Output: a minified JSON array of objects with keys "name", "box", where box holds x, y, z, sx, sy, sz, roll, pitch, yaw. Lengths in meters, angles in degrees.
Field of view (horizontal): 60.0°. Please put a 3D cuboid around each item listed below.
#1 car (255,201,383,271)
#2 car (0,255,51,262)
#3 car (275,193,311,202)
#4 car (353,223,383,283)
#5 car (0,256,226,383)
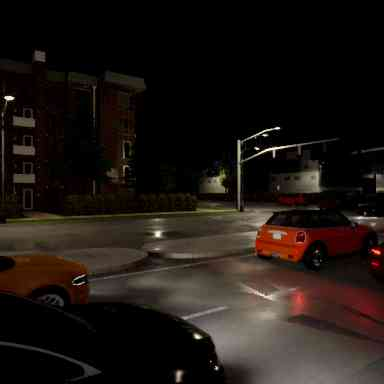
[{"name":"car","box":[4.290,1.352,11.216,4.553,1.767,2.097,0,0,-35]},{"name":"car","box":[-4.144,1.478,5.092,5.008,1.535,1.882,0,0,-35]},{"name":"car","box":[15.276,1.223,50.594,2.150,2.045,5.566,-1,1,-38]},{"name":"car","box":[6.275,1.526,8.340,4.674,1.442,1.812,0,0,-34]},{"name":"car","box":[-1.930,1.505,2.372,4.892,1.490,1.837,0,0,-36]}]
